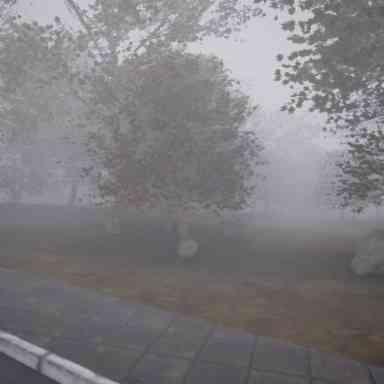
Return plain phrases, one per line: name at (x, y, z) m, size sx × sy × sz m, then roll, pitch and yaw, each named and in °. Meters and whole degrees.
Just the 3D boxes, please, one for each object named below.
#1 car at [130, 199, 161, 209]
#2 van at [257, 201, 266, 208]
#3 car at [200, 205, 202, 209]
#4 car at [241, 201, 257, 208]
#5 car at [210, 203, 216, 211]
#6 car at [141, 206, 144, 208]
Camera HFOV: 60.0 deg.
car at (-7.618, 2.007, 54.886) m, size 4.718 × 1.301 × 1.895 m, roll 6°, pitch -1°, yaw -44°
van at (17.479, 3.365, 90.772) m, size 4.442 × 1.987 × 1.878 m, roll 4°, pitch 0°, yaw -44°
car at (3.063, 2.813, 65.345) m, size 4.181 × 1.385 × 1.994 m, roll 4°, pitch 0°, yaw -44°
car at (13.563, 3.096, 86.980) m, size 5.566 × 2.045 × 2.435 m, roll 4°, pitch 0°, yaw -44°
car at (5.264, 2.877, 63.090) m, size 5.008 × 1.535 × 1.882 m, roll 4°, pitch 0°, yaw -44°
car at (-5.423, 2.159, 52.632) m, size 4.718 × 1.301 × 1.895 m, roll 6°, pitch -1°, yaw -44°
